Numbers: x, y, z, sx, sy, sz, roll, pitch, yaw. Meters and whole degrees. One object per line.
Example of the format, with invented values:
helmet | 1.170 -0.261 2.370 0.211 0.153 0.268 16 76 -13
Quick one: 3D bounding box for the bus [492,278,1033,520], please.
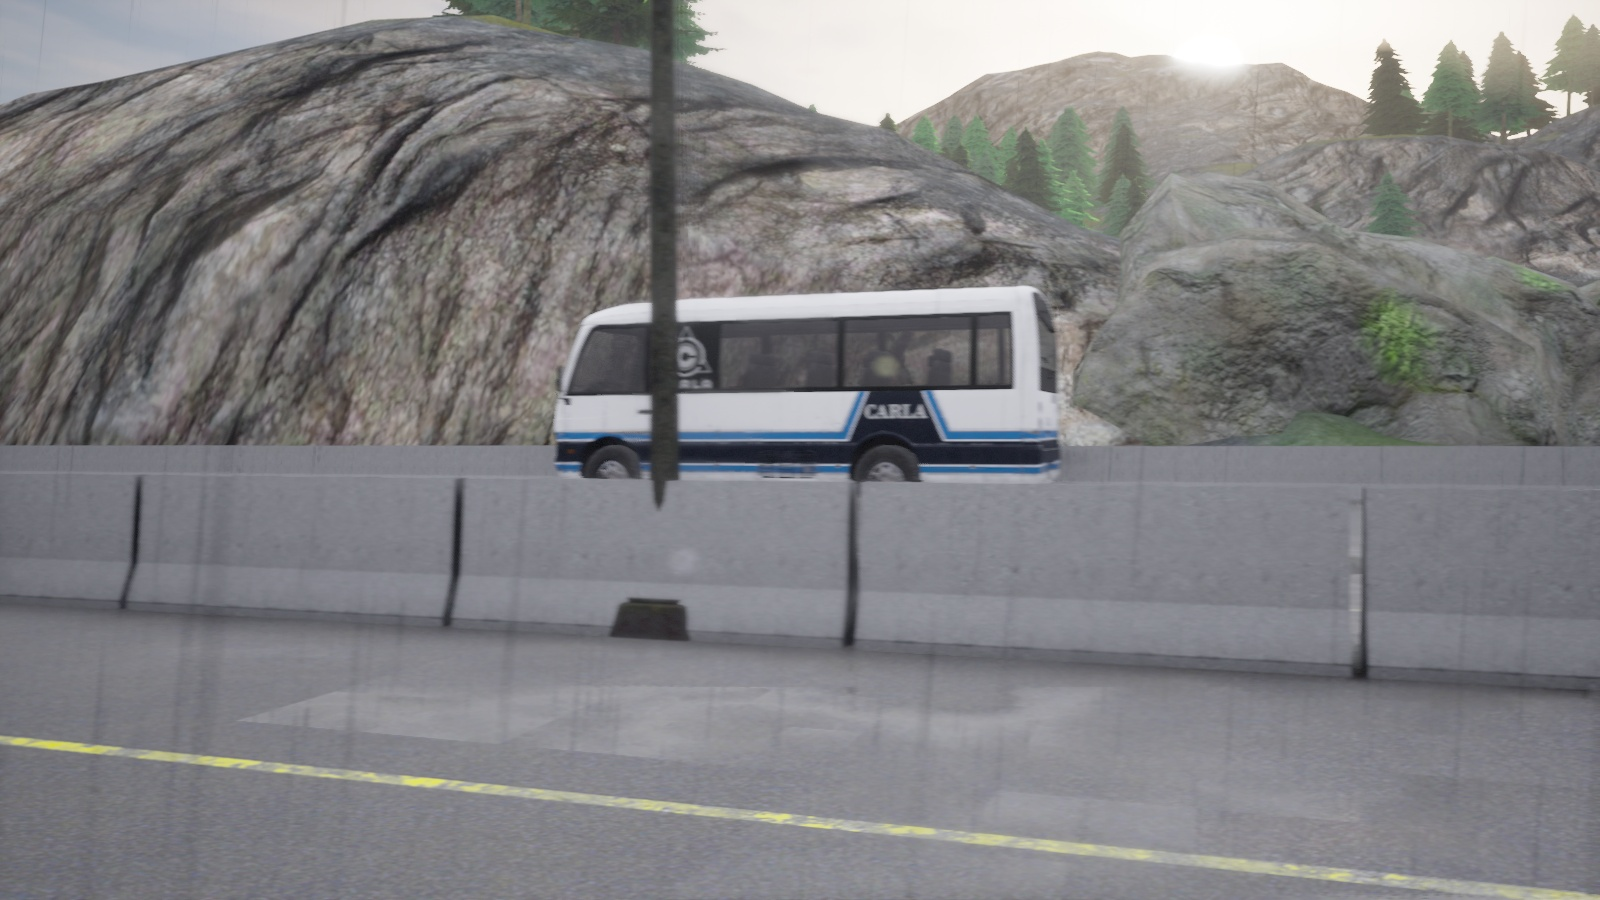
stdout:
bus | -0.721 -0.962 25.570 10.273 4.253 3.944 1 1 19
